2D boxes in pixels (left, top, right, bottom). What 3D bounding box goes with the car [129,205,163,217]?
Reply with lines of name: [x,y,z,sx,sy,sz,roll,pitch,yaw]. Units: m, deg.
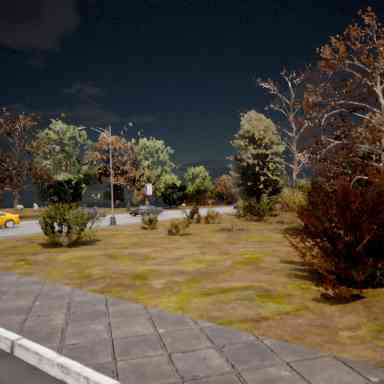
car: [-6.083,2.510,44.875,2.033,1.411,5.357,-3,-2,32]

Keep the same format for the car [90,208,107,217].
car: [-11.724,2.459,35.903,2.033,1.411,5.357,-3,-2,32]

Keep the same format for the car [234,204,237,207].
car: [9.374,2.582,62.536,1.895,1.301,4.718,-3,-2,33]

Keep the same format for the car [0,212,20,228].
car: [-17.053,2.368,27.665,1.882,1.535,5.008,-3,-2,33]
